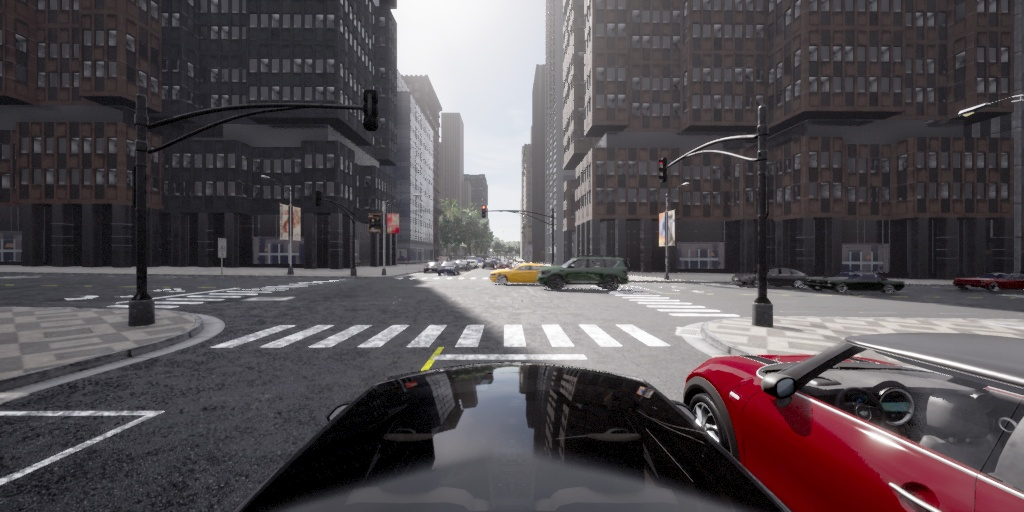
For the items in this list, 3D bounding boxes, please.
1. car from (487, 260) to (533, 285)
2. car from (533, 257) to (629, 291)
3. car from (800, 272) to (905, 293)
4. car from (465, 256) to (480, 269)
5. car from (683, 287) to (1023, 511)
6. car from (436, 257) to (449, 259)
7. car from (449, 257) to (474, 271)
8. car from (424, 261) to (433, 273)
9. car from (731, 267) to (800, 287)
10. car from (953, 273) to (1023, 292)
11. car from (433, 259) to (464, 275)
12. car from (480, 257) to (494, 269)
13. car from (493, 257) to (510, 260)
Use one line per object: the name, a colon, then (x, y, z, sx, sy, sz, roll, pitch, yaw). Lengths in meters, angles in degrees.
car: (0.949, 1.263, 25.428, 5.008, 1.535, 1.882, 1, 0, -1)
car: (4.357, 1.061, 22.223, 5.566, 2.045, 2.150, 1, 0, -1)
car: (21.329, 1.684, 22.445, 4.718, 1.301, 1.895, 1, 0, -1)
car: (-6.961, 1.015, 59.232, 2.150, 2.045, 5.566, 0, 0, 0)
car: (2.761, 1.190, 2.173, 1.967, 1.591, 4.097, 0, 0, 0)
car: (-9.502, 1.084, 48.851, 2.192, 1.841, 5.009, 0, 0, -1)
car: (-6.831, 1.261, 48.601, 2.128, 1.511, 4.902, 0, 0, -1)
car: (-9.428, 1.324, 43.426, 1.948, 1.339, 4.313, 0, 0, -1)
car: (18.404, 1.543, 25.656, 4.892, 1.490, 1.837, 1, 0, -1)
car: (35.034, 1.880, 25.866, 4.718, 1.301, 1.895, 1, 0, -2)
car: (-6.684, 1.294, 38.334, 2.033, 1.411, 5.357, 0, 0, -1)
car: (-3.772, 1.317, 58.492, 1.812, 1.442, 4.674, 0, 0, -1)
car: (-0.904, 1.198, 43.539, 1.967, 1.591, 4.097, 0, 0, -1)
